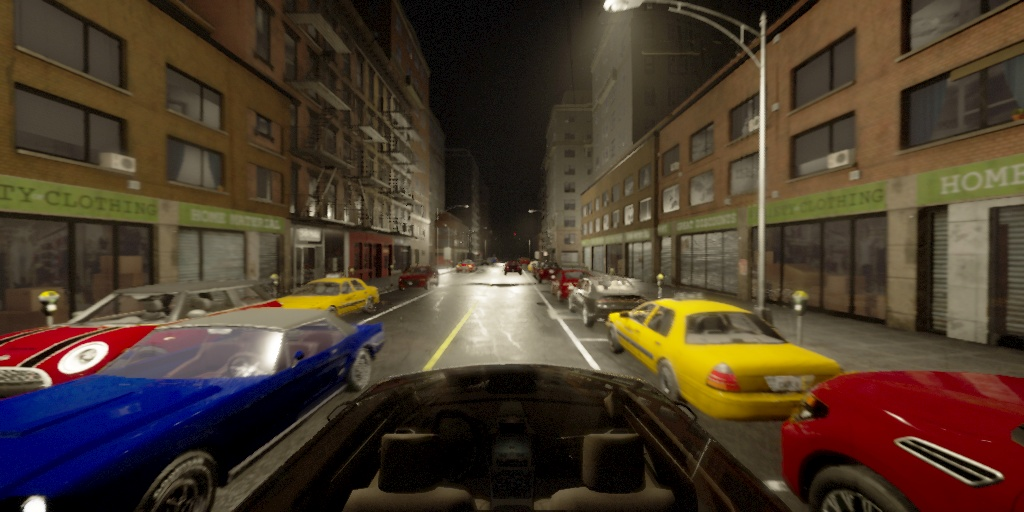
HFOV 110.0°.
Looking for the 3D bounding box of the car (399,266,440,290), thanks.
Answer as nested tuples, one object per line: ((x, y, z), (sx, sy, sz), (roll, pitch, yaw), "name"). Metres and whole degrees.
((-5.669, 1.301, 22.311), (1.888, 1.381, 4.507), (0, 0, 0), "car")

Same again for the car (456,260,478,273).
((-5.669, 1.222, 44.298), (1.967, 1.591, 4.097), (0, 0, 0), "car")

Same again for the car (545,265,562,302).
((2.856, 1.298, 16.815), (1.888, 1.381, 4.507), (0, 0, 0), "car")

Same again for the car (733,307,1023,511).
((2.857, 1.065, 0.325), (2.192, 1.841, 5.009), (0, 0, 0), "car")

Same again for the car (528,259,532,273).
((2.856, 1.206, 33.305), (1.967, 1.591, 4.097), (0, 0, 0), "car")

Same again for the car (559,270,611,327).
((2.856, 1.301, 11.318), (2.007, 1.370, 4.403), (0, 0, 0), "car")

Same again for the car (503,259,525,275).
((0.096, 1.300, 38.664), (1.812, 1.442, 4.674), (0, 0, 0), "car")

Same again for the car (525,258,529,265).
((2.856, 1.308, 44.469), (1.751, 1.417, 4.829), (0, 0, 0), "car")

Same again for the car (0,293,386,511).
((-3.097, 1.351, 3.928), (1.895, 1.301, 4.718), (0, 0, 0), "car")

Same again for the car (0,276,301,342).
((-5.669, 1.189, 5.822), (1.967, 1.591, 4.097), (0, 0, 0), "car")

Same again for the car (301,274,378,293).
((-5.669, 1.276, 11.148), (1.751, 1.417, 4.829), (0, 0, 0), "car")

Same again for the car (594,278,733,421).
((2.856, 1.275, 5.992), (1.751, 1.417, 4.829), (0, 0, 0), "car")

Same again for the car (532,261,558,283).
((2.856, 1.201, 27.808), (1.967, 1.591, 4.097), (0, 0, 0), "car")
